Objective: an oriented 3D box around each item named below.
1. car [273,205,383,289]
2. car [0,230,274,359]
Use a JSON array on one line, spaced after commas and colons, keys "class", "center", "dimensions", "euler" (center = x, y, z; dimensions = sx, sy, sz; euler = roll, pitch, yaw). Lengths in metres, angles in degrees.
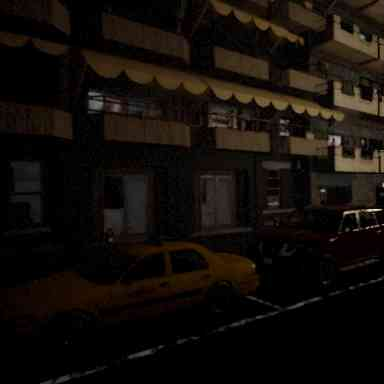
[{"class": "car", "center": [3.838, 1.308, 9.316], "dimensions": [5.009, 1.841, 2.192], "euler": [0, -1, -35]}, {"class": "car", "center": [-0.911, 1.523, 5.926], "dimensions": [4.829, 1.417, 1.752], "euler": [0, -1, -35]}]
